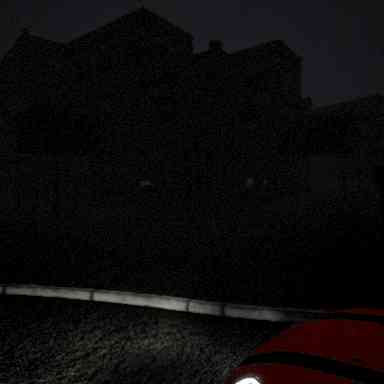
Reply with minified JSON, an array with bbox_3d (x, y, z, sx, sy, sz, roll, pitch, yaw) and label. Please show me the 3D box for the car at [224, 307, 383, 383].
[{"bbox_3d":[2.216,1.287,1.472,4.553,1.767,2.097,0,1,41],"label":"car"}]
